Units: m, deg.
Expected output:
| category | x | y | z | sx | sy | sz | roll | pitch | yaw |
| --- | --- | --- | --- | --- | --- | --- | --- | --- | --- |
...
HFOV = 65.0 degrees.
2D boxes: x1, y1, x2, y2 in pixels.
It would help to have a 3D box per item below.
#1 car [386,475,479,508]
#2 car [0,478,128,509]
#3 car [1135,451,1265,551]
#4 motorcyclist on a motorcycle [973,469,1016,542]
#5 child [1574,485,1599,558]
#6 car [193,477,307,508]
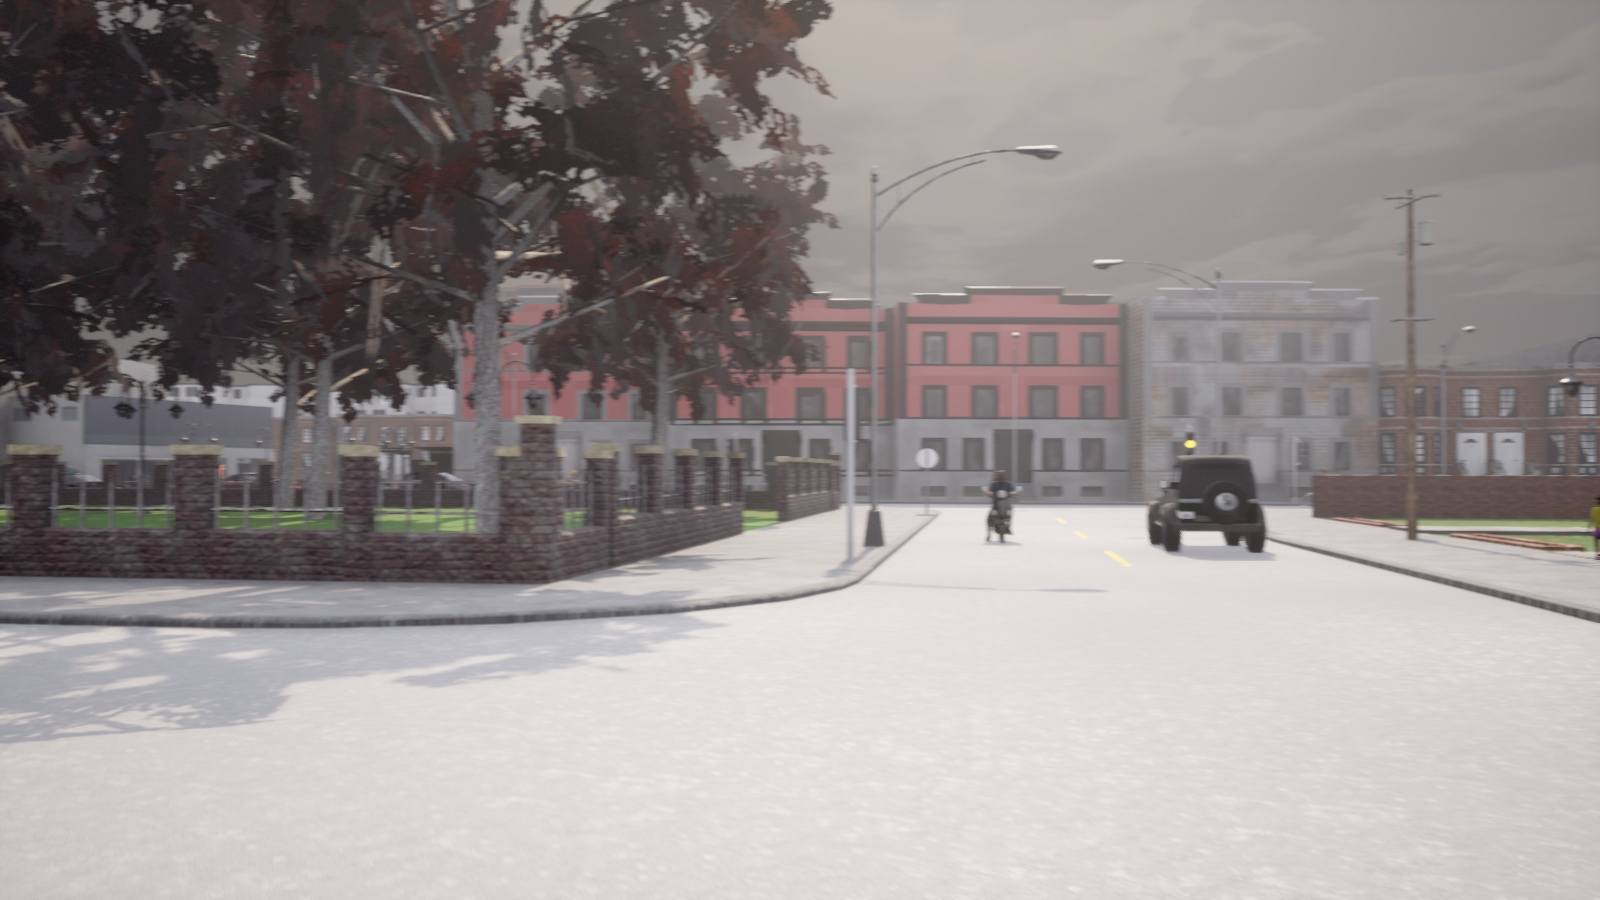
| category | x | y | z | sx | sy | sz | roll | pitch | yaw |
| --- | --- | --- | --- | --- | --- | --- | --- | --- | --- |
| car | -16.875 | 1.905 | 57.757 | 3.633 | 1.501 | 1.845 | 0 | -1 | 8 |
| car | -35.484 | 2.095 | 60.464 | 5.357 | 1.411 | 2.033 | 0 | -1 | 8 |
| car | 8.067 | 0.996 | 25.670 | 1.905 | 1.878 | 3.866 | 0 | -1 | 8 |
| motorcyclist on a motorcycle | 4.329 | 1.216 | 28.064 | 0.866 | 1.590 | 1.817 | 0 | -1 | 7 |
| child | 12.924 | 1.165 | 20.578 | 0.299 | 1.160 | 0.473 | -1 | -1 | 19 |
| car | -25.852 | 1.992 | 59.064 | 4.674 | 1.442 | 1.812 | 0 | -1 | 8 |
